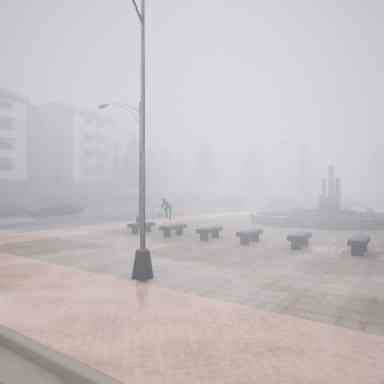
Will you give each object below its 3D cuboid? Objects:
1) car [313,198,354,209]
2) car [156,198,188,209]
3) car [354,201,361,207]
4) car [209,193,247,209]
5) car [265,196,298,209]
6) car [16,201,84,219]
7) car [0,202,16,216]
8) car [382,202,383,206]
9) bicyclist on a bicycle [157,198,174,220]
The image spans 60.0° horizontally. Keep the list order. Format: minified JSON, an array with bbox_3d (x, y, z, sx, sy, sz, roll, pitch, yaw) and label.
[{"bbox_3d":[18.526,1.505,44.302,4.892,1.490,1.837,0,0,-14],"label":"car"},{"bbox_3d":[-2.700,1.525,45.671,4.674,1.442,1.812,0,0,-37],"label":"car"},{"bbox_3d":[22.159,1.601,48.654,4.718,1.301,1.895,0,0,-7],"label":"car"},{"bbox_3d":[5.060,1.224,46.709,5.566,2.045,2.150,0,0,-28],"label":"car"},{"bbox_3d":[12.479,1.352,46.104,4.553,1.767,2.097,0,0,-22],"label":"car"},{"bbox_3d":[-12.311,1.547,29.808,2.033,1.411,5.357,0,0,34],"label":"car"},{"bbox_3d":[-16.630,1.563,29.486,1.994,1.385,4.181,0,0,34],"label":"car"},{"bbox_3d":[28.784,1.601,45.450,4.718,1.301,1.895,0,0,1],"label":"car"},{"bbox_3d":[-2.003,1.301,24.805,1.656,1.620,0.582,0,0,33],"label":"bicyclist on a bicycle"}]
